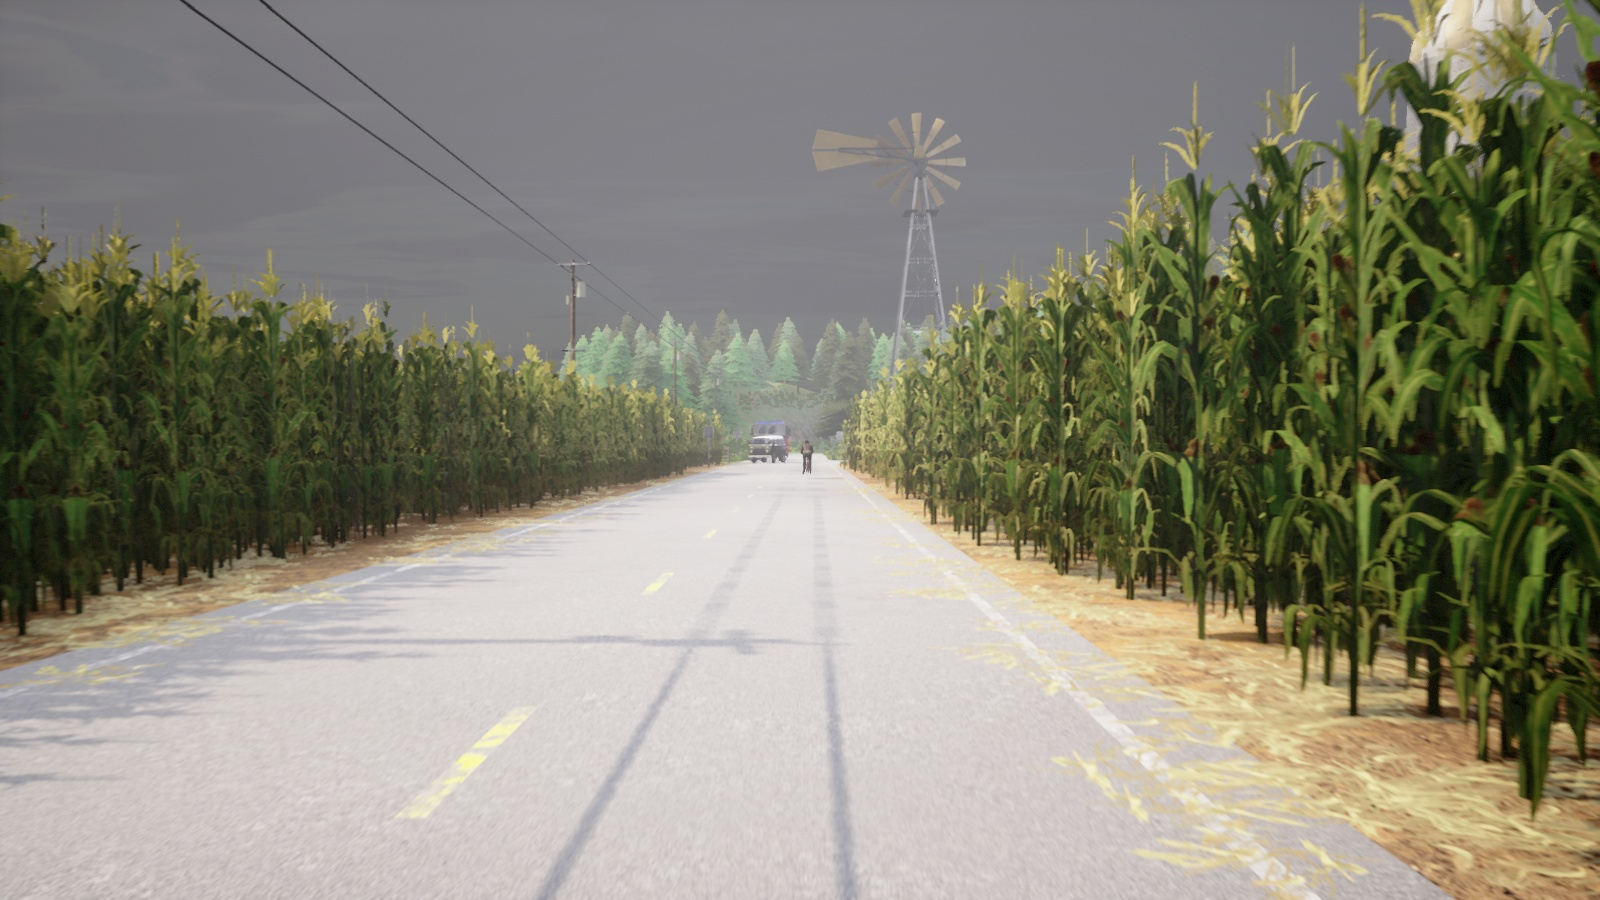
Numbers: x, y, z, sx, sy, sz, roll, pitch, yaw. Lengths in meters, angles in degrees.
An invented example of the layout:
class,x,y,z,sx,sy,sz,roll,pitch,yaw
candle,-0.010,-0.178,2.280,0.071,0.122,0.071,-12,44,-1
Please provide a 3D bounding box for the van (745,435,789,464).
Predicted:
class,x,y,z,sx,sy,sz,roll,pitch,yaw
van,-2.384,-0.054,92.571,2.069,2.038,4.480,0,0,15
